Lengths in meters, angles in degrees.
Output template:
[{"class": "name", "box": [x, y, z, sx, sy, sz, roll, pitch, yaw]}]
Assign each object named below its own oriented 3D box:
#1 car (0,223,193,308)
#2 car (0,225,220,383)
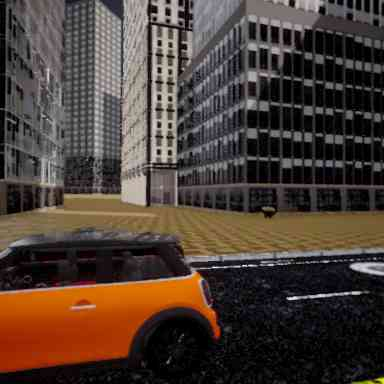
[{"class": "car", "box": [-2.463, 1.561, 7.799, 4.674, 1.442, 1.812, 0, 0, -15]}, {"class": "car", "box": [-2.000, 1.369, 4.585, 4.553, 1.767, 2.097, 0, 0, -15]}]
